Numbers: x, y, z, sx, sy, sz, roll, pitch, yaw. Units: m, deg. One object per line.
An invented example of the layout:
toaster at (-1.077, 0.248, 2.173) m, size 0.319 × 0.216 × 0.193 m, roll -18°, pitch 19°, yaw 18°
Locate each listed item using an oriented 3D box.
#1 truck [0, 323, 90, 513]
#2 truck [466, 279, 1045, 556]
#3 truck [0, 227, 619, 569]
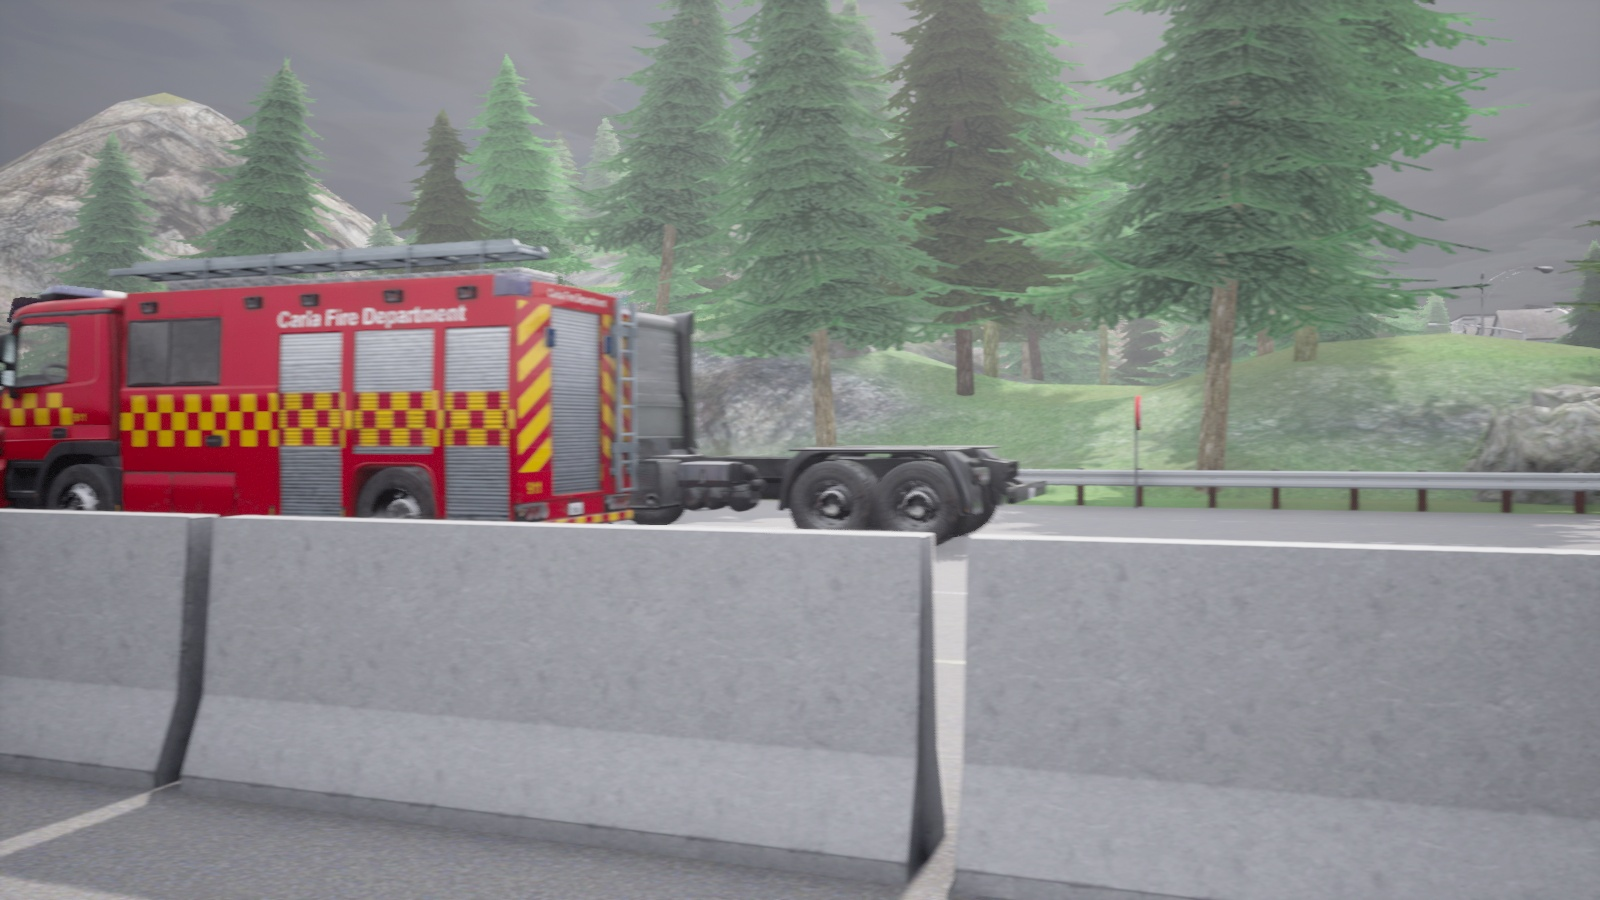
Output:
truck at (-18.226, -0.626, 24.731) m, size 7.936 × 3.462 × 2.891 m, roll 1°, pitch 1°, yaw 20°
truck at (-0.656, -0.458, 18.358) m, size 7.936 × 3.462 × 2.891 m, roll 1°, pitch 1°, yaw 20°
truck at (-6.901, -0.640, 16.899) m, size 8.468 × 3.827 × 2.891 m, roll 1°, pitch 1°, yaw 20°
